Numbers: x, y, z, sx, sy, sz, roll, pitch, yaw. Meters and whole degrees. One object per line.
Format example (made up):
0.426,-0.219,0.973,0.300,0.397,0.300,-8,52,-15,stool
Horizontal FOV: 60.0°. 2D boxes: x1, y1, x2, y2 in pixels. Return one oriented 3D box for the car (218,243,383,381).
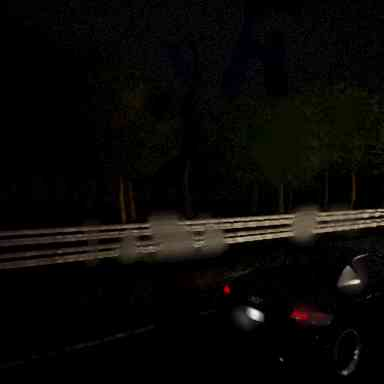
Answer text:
2.464,1.577,5.536,4.181,1.385,1.994,0,0,-35,car
